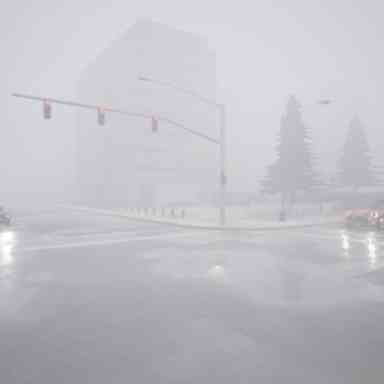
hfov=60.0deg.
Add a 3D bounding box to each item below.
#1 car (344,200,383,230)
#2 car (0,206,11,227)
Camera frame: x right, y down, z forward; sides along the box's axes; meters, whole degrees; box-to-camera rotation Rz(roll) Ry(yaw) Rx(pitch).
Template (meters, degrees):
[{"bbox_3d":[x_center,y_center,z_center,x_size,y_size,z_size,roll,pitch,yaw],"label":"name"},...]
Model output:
[{"bbox_3d":[11.504,1.320,20.792,4.553,1.767,2.097,0,0,-35],"label":"car"},{"bbox_3d":[-13.307,1.599,22.085,1.895,1.301,4.718,0,0,-35],"label":"car"}]
